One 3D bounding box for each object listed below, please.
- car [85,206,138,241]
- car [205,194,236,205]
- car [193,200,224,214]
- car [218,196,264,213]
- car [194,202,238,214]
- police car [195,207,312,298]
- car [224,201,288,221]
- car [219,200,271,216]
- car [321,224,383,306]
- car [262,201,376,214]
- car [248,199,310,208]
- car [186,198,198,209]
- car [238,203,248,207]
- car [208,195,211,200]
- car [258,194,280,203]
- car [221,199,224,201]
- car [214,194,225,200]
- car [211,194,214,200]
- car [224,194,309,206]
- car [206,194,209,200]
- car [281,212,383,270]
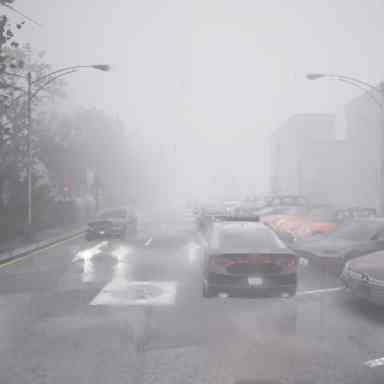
[{"bbox_3d":[-3.881,1.515,16.726,1.837,1.490,4.892,0,0,0],"label":"car"},{"bbox_3d":[5.457,1.391,63.906,5.566,2.045,2.435,1,0,-20],"label":"car"},{"bbox_3d":[1.202,1.548,24.550,1.812,1.442,4.674,0,0,0],"label":"car"},{"bbox_3d":[5.370,1.414,36.847,4.553,1.767,2.185,1,0,-20],"label":"car"},{"bbox_3d":[1.186,1.518,18.550,1.837,1.490,4.892,0,0,0],"label":"car"},{"bbox_3d":[1.166,1.427,8.660,1.930,1.638,5.238,0,0,0],"label":"police car"},{"bbox_3d":[5.340,1.544,27.831,4.792,1.488,2.163,1,0,-20],"label":"car"},{"bbox_3d":[5.365,1.560,33.832,4.792,1.488,2.163,1,0,-20],"label":"car"},{"bbox_3d":[5.310,1.527,6.828,4.674,1.452,2.002,1,0,-20],"label":"car"},{"bbox_3d":[5.353,1.366,12.840,4.553,1.767,2.185,1,0,-20],"label":"car"},{"bbox_3d":[5.361,1.369,15.841,4.553,1.767,2.185,1,0,-20],"label":"car"},{"bbox_3d":[0.075,1.579,46.156,2.128,1.511,4.902,0,0,0],"label":"car"},{"bbox_3d":[5.334,1.538,18.838,4.674,1.452,2.002,1,0,-20],"label":"car"},{"bbox_3d":[5.425,1.583,48.868,5.008,1.535,2.097,1,-1,-20],"label":"car"},{"bbox_3d":[18.434,1.463,79.889,2.435,2.045,5.566,0,0,-21],"label":"car"},{"bbox_3d":[5.184,1.503,24.774,5.366,1.575,1.946,1,0,-20],"label":"car"},{"bbox_3d":[5.357,1.270,30.833,5.566,2.045,2.435,1,0,-20],"label":"car"},{"bbox_3d":[5.460,1.446,45.865,4.553,1.767,2.185,1,0,-20],"label":"car"},{"bbox_3d":[5.337,1.251,21.816,5.566,2.045,2.435,1,0,-20],"label":"car"},{"bbox_3d":[5.263,1.612,57.812,5.366,1.575,1.946,1,0,-20],"label":"car"},{"bbox_3d":[5.285,1.517,9.820,4.792,1.488,2.163,1,0,-20],"label":"car"}]
